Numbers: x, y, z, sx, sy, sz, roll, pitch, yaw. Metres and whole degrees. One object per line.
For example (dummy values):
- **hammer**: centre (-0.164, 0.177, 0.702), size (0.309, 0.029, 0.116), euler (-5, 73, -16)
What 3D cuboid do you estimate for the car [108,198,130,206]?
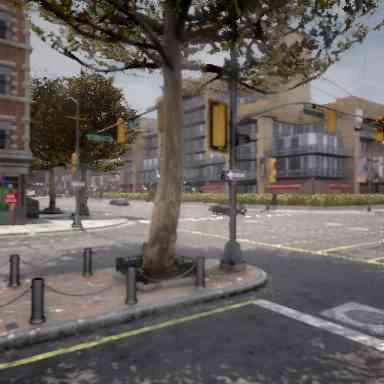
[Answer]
- **car**: centre (-12.564, 1.711, 57.104), size (2.033, 1.411, 5.357), euler (1, 0, -36)

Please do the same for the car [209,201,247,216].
- **car**: centre (3.672, 1.689, 34.470), size (1.812, 1.442, 4.674), euler (1, 0, -35)
